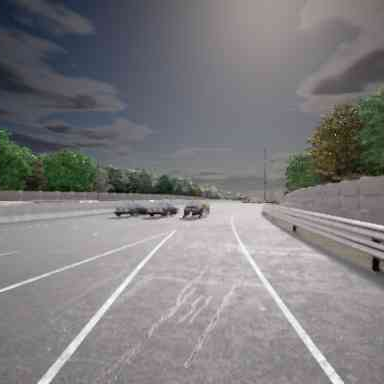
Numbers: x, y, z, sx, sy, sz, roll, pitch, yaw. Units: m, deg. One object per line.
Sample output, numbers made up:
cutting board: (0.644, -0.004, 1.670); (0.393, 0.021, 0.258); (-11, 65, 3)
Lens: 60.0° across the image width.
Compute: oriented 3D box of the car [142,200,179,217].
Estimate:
car: (-2.892, 1.820, 33.951); (2.033, 1.411, 5.357); (-1, -1, 15)

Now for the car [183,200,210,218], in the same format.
car: (0.508, 1.772, 33.073); (1.837, 1.490, 4.892); (0, -1, 14)

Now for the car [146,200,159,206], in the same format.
car: (-10.508, 2.857, 88.418); (1.994, 1.385, 4.181); (0, -1, 14)

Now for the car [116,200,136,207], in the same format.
car: (-14.465, 2.524, 73.090); (2.033, 1.411, 5.357); (0, -1, 14)

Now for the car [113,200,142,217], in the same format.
car: (-6.279, 1.843, 34.826); (2.033, 1.411, 5.357); (0, -1, 14)

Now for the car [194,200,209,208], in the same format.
car: (2.021, 2.432, 66.939); (1.882, 1.535, 5.008); (0, -1, 14)
